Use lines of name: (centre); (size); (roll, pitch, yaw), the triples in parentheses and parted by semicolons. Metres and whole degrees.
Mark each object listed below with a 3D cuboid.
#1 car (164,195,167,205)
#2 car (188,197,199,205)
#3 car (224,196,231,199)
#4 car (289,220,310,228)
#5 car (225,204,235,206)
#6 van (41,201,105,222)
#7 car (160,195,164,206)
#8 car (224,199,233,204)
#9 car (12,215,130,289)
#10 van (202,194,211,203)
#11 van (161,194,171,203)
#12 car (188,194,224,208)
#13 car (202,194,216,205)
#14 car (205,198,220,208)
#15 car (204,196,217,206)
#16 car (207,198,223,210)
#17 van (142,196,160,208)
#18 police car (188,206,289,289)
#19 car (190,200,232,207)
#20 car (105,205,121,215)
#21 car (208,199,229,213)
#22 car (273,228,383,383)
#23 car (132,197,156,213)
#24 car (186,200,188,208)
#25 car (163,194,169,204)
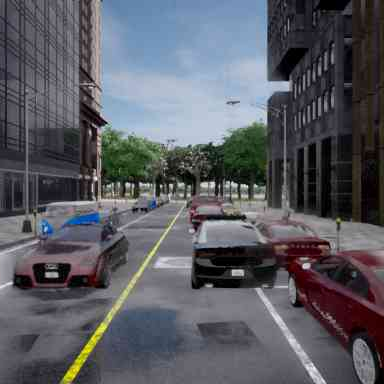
car: (-5.559, 1.577, 54.012); (1.947, 1.339, 4.313); (0, 0, 0)
car: (0.229, 1.579, 60.382); (1.994, 1.385, 4.181); (0, 0, 0)
car: (2.882, 1.318, 32.230); (2.192, 1.841, 5.009); (0, 0, 0)
car: (2.800, 1.545, 10.480); (1.887, 1.381, 4.507); (0, 0, 0)
car: (2.821, 1.526, 16.087); (1.752, 1.417, 4.829); (0, 0, 0)
van: (-5.705, 1.341, 15.950); (1.690, 1.788, 3.998); (0, 0, 0)
car: (-5.581, 1.534, 48.405); (1.752, 1.417, 4.829); (0, 0, 0)
car: (2.863, 1.527, 26.962); (1.752, 1.417, 4.829); (0, 0, 0)
car: (-2.968, 1.563, 9.033); (1.994, 1.385, 4.181); (0, 0, 0)
van: (3.028, 1.362, 70.293); (1.690, 1.788, 3.998); (0, 0, 0)
van: (-5.497, 1.362, 70.325); (1.690, 1.788, 3.998); (0, 0, 0)
car: (0.958, 1.224, 25.219); (2.150, 2.045, 5.566); (0, 0, 0)
car: (2.986, 1.329, 59.418); (2.192, 1.841, 5.009); (0, 0, 0)
car: (2.945, 1.553, 48.543); (1.887, 1.381, 4.507); (0, 0, 0)
car: (2.966, 1.451, 53.980); (1.967, 1.590, 4.097); (0, 0, 0)
car: (2.925, 1.532, 43.275); (1.752, 1.417, 4.829); (0, 0, 0)
van: (-5.601, 1.347, 43.138); (1.690, 1.788, 3.998); (0, 0, 0)
police car: (0.933, 1.426, 9.301); (1.930, 1.638, 5.238); (0, 0, 0)
car: (0.971, 1.479, 19.191); (1.882, 1.535, 5.008); (0, 0, 0)
car: (-5.684, 1.551, 21.387); (2.008, 1.369, 4.403); (0, 0, 0)
car: (2.904, 1.555, 37.667); (2.008, 1.369, 4.403); (0, 0, 0)
car: (2.779, 1.544, 5.042); (1.887, 1.381, 4.507); (0, 0, 0)
car: (-5.622, 1.570, 37.700); (1.947, 1.339, 4.313); (0, 0, 0)
car: (0.194, 1.499, 47.149); (2.128, 1.511, 4.902); (0, 0, 1)
car: (-5.539, 1.539, 59.280); (1.752, 1.417, 4.829); (0, 0, 0)
